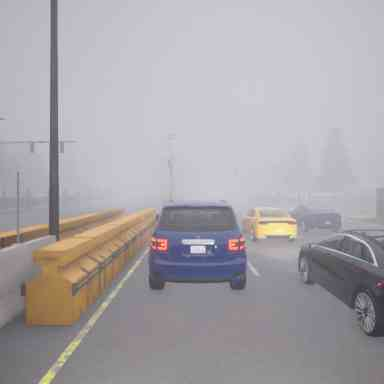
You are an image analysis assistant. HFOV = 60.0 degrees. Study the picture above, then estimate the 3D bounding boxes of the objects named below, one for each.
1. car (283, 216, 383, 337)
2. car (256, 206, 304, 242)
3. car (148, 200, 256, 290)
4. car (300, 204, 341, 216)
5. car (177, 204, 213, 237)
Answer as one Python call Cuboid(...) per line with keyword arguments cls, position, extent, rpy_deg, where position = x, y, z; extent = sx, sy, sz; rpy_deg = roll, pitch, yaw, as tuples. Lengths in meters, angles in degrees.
Cuboid(cls="car", position=(3.615, 1.492, 6.612), extent=(2.128, 1.511, 4.902), rpy_deg=(0, 0, 0))
Cuboid(cls="car", position=(3.646, 1.478, 16.454), extent=(1.882, 1.535, 5.008), rpy_deg=(0, 0, 0))
Cuboid(cls="car", position=(0.127, 1.222, 9.221), extent=(2.150, 2.045, 5.566), rpy_deg=(0, 0, 0))
Cuboid(cls="car", position=(7.159, 1.478, 20.012), extent=(1.882, 1.535, 5.008), rpy_deg=(0, 0, 0))
Cuboid(cls="car", position=(0.154, 1.505, 19.070), extent=(1.837, 1.490, 4.892), rpy_deg=(0, 0, 0))
